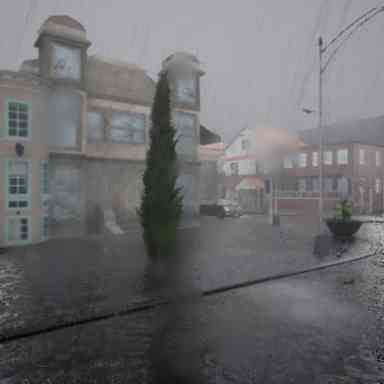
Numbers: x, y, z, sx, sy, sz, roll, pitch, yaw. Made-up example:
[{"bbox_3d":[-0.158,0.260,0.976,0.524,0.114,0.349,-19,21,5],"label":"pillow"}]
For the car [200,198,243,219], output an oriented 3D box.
[{"bbox_3d":[2.351,1.342,29.077,2.097,1.767,4.553,0,0,-35],"label":"car"}]
